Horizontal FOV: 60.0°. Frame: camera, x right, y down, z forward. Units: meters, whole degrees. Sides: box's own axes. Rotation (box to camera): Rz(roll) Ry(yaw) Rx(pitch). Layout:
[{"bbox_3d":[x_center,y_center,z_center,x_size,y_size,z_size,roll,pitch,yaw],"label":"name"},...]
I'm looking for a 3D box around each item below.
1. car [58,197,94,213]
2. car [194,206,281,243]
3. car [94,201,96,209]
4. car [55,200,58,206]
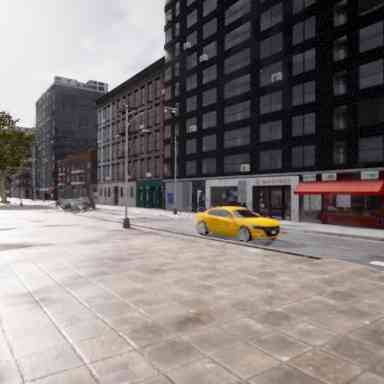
[{"bbox_3d":[-13.528,1.542,38.460,2.128,1.511,4.902,0,-1,-35],"label":"car"},{"bbox_3d":[2.111,1.483,16.511,1.882,1.535,5.008,0,0,-36],"label":"car"},{"bbox_3d":[-14.778,1.430,45.222,2.097,1.767,4.553,0,0,-35],"label":"car"},{"bbox_3d":[-20.532,1.640,53.253,2.033,1.411,5.357,0,0,-35],"label":"car"}]
